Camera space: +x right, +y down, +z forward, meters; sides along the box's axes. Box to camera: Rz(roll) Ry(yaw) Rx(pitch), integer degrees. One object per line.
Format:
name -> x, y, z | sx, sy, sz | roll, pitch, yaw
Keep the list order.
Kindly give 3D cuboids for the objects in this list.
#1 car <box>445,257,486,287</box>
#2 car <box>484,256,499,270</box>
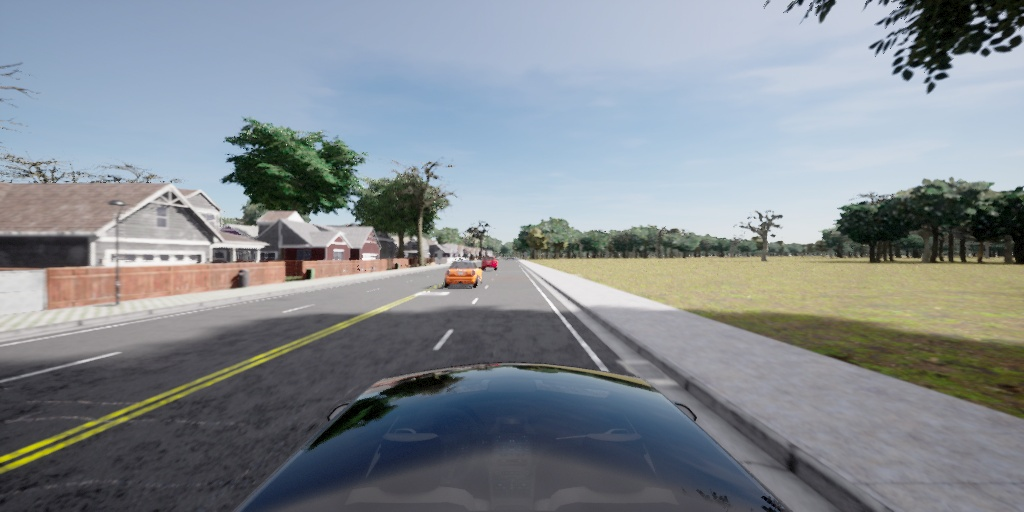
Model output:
car -> -3.162, 1.108, 24.256 | 2.097, 1.767, 4.553 | 0, 0, 0
car -> -3.179, 0.997, 51.489 | 2.150, 2.045, 5.566 | 0, 0, 0
